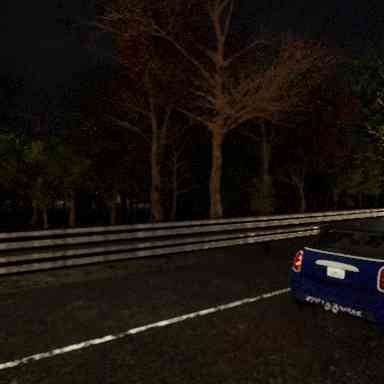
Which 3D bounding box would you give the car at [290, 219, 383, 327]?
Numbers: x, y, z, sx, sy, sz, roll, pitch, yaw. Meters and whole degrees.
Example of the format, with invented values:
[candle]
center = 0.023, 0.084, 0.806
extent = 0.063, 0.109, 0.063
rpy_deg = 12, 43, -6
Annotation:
[car]
center = 4.081, 1.336, 6.683
extent = 4.553, 1.767, 2.097
rpy_deg = 0, 0, -36
